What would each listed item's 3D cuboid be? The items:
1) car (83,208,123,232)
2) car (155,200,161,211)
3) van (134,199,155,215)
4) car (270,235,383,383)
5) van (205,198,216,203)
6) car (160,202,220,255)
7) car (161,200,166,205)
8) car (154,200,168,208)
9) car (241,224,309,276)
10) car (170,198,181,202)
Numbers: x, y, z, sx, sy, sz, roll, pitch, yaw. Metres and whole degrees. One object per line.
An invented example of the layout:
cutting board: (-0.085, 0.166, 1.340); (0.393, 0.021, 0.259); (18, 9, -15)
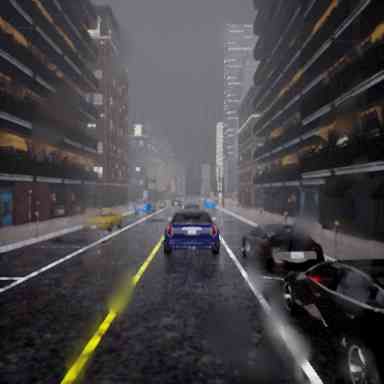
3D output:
car: (-5.703, 1.729, 21.723); (1.752, 1.417, 4.829); (-1, -1, 0)
car: (-5.704, 1.971, 44.548); (2.008, 1.369, 4.403); (-1, -1, 0)
van: (-5.707, 1.708, 38.886); (1.690, 1.788, 3.998); (-1, -1, 0)
car: (2.679, 1.612, 4.870); (1.947, 1.339, 4.313); (-1, -1, 0)
van: (2.673, 1.815, 50.178); (1.690, 1.788, 3.998); (-1, -1, 0)
car: (0.000, 1.482, 14.058); (2.097, 1.767, 4.553); (0, -1, 0)
car: (-5.705, 2.053, 55.705); (1.752, 1.417, 4.829); (-1, -1, 0)
car: (-5.705, 2.135, 61.539); (2.008, 1.369, 4.403); (-1, -1, 0)
car: (2.679, 1.664, 10.533); (1.947, 1.339, 4.313); (-1, -1, 0)
car: (-3.008, 2.106, 64.445); (2.128, 1.511, 4.902); (0, -1, 0)
